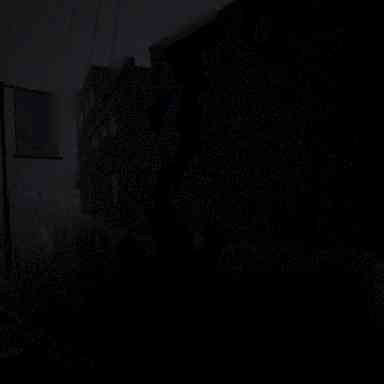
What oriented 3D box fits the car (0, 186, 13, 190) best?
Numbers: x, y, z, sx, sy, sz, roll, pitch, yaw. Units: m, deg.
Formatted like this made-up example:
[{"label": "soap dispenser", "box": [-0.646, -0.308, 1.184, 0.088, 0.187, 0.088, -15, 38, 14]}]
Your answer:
[{"label": "car", "box": [-46.759, -0.704, 80.764, 2.231, 1.521, 4.892, -4, -3, 6]}]
